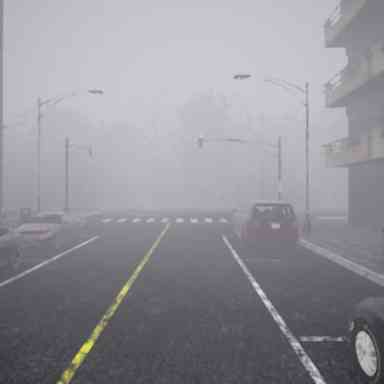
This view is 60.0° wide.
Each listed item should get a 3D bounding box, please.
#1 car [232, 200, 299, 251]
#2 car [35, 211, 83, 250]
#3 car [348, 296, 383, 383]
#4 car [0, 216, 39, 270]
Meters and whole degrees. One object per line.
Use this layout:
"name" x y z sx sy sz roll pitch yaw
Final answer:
"car" 2.837 1.221 13.688 2.192 1.841 5.009 1 0 0
"car" -5.814 1.487 13.722 1.802 1.307 4.206 1 0 0
"car" 2.836 1.533 2.555 2.008 1.369 4.403 1 0 0
"car" -5.812 1.509 8.154 1.947 1.339 4.313 1 0 0
